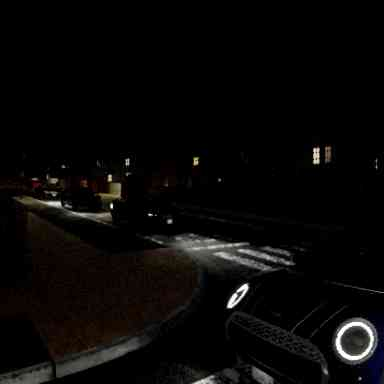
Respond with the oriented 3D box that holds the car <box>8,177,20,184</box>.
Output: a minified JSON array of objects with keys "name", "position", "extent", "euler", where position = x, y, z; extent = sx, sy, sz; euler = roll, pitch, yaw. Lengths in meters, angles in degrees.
[{"name":"car","position":[-42.527,-2.834,79.502],"extent":[2.097,1.767,4.553],"euler":[-3,3,-35]}]

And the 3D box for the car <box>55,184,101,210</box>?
[{"name":"car","position":[-8.128,0.371,24.188],"extent":[1.882,1.535,5.008],"euler":[1,2,-35]}]

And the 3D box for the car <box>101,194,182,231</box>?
[{"name":"car","position":[-2.333,0.860,15.970],"extent":[2.128,1.511,4.902],"euler":[1,2,-35]}]

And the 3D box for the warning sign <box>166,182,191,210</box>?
[{"name":"warning sign","position":[-0.944,0.290,23.242],"extent":[1.300,1.860,1.060],"euler":[-3,2,-35]}]

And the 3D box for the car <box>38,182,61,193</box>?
[{"name":"car","position":[-19.413,-0.600,45.302],"extent":[1.895,1.301,4.718],"euler":[1,2,-35]}]

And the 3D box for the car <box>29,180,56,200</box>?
[{"name":"car","position":[-14.082,-0.103,32.639],"extent":[2.128,1.511,4.902],"euler":[1,2,-35]}]

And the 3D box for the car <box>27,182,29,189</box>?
[{"name":"car","position":[-25.117,-1.141,53.382],"extent":[1.812,1.442,4.674],"euler":[1,2,-35]}]

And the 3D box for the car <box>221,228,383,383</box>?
[{"name":"car","position":[2.604,1.366,4.759],"extent":[4.553,1.767,2.097],"euler":[0,0,-34]}]
